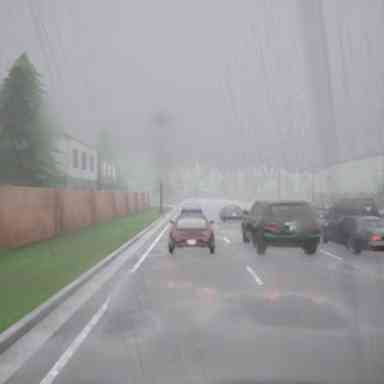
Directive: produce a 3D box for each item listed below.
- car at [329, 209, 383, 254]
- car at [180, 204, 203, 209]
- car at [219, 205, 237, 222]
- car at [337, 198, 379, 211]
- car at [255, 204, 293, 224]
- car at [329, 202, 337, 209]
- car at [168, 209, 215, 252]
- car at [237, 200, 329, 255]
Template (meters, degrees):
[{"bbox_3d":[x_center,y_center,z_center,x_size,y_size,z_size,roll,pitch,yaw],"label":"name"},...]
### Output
[{"bbox_3d":[6.991,1.685,14.015,2.033,1.411,5.357,0,-1,0],"label":"car"},{"bbox_3d":[-0.016,1.766,29.503,1.882,1.535,5.008,0,0,0],"label":"car"},{"bbox_3d":[3.484,1.851,29.318,1.994,1.385,4.181,0,-1,0],"label":"car"},{"bbox_3d":[13.980,1.500,29.048,2.150,2.045,5.566,0,0,0],"label":"car"},{"bbox_3d":[6.981,1.831,29.014,2.033,1.411,5.357,0,-1,0],"label":"car"},{"bbox_3d":[10.483,1.779,29.318,2.128,1.511,4.902,0,0,0],"label":"car"},{"bbox_3d":[-0.006,1.667,14.396,1.812,1.442,4.674,0,0,0],"label":"car"},{"bbox_3d":[3.491,1.354,14.042,2.150,2.045,5.566,0,0,0],"label":"car"}]
